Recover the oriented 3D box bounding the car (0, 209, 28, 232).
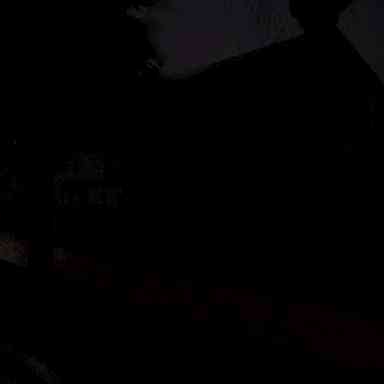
[{"bbox_3d":[-12.302,1.793,20.225,4.674,1.442,1.812,-2,1,-44],"label":"car"}]
